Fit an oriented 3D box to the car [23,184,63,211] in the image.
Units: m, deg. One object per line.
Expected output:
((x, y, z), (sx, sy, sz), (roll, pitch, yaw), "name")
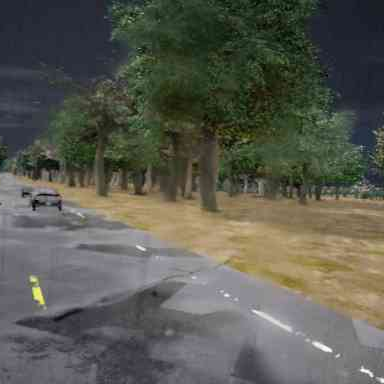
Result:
((-10.126, 0.401, 22.911), (2.128, 1.511, 4.902), (3, 1, -29), "car")

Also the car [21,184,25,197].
((-16.770, -0.151, 34.680), (1.895, 1.301, 4.718), (3, 1, -29), "car")
